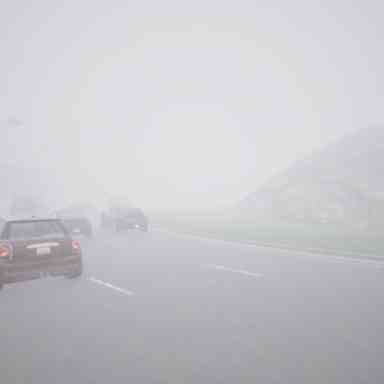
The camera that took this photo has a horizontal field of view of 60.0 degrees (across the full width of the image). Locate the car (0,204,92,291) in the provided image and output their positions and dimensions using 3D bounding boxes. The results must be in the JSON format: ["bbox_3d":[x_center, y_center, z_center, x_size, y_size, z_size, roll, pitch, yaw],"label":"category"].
[{"bbox_3d":[-4.886,1.388,9.310,2.097,1.767,4.553,1,-1,-42],"label":"car"}]

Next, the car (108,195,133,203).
[{"bbox_3d":[-9.039,1.436,42.332,2.150,2.045,5.566,0,0,5],"label":"car"}]

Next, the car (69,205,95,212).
[{"bbox_3d":[-6.527,1.601,17.258,1.812,1.442,4.674,0,0,-32],"label":"car"}]

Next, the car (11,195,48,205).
[{"bbox_3d":[-15.619,1.344,32.236,2.150,2.045,5.566,0,0,-9],"label":"car"}]

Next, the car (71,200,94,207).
[{"bbox_3d":[-12.570,1.678,38.138,1.837,1.490,4.892,0,0,-2],"label":"car"}]

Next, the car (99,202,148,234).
[{"bbox_3d":[-4.225,1.609,20.192,1.837,1.490,4.892,0,0,-30],"label":"car"}]
